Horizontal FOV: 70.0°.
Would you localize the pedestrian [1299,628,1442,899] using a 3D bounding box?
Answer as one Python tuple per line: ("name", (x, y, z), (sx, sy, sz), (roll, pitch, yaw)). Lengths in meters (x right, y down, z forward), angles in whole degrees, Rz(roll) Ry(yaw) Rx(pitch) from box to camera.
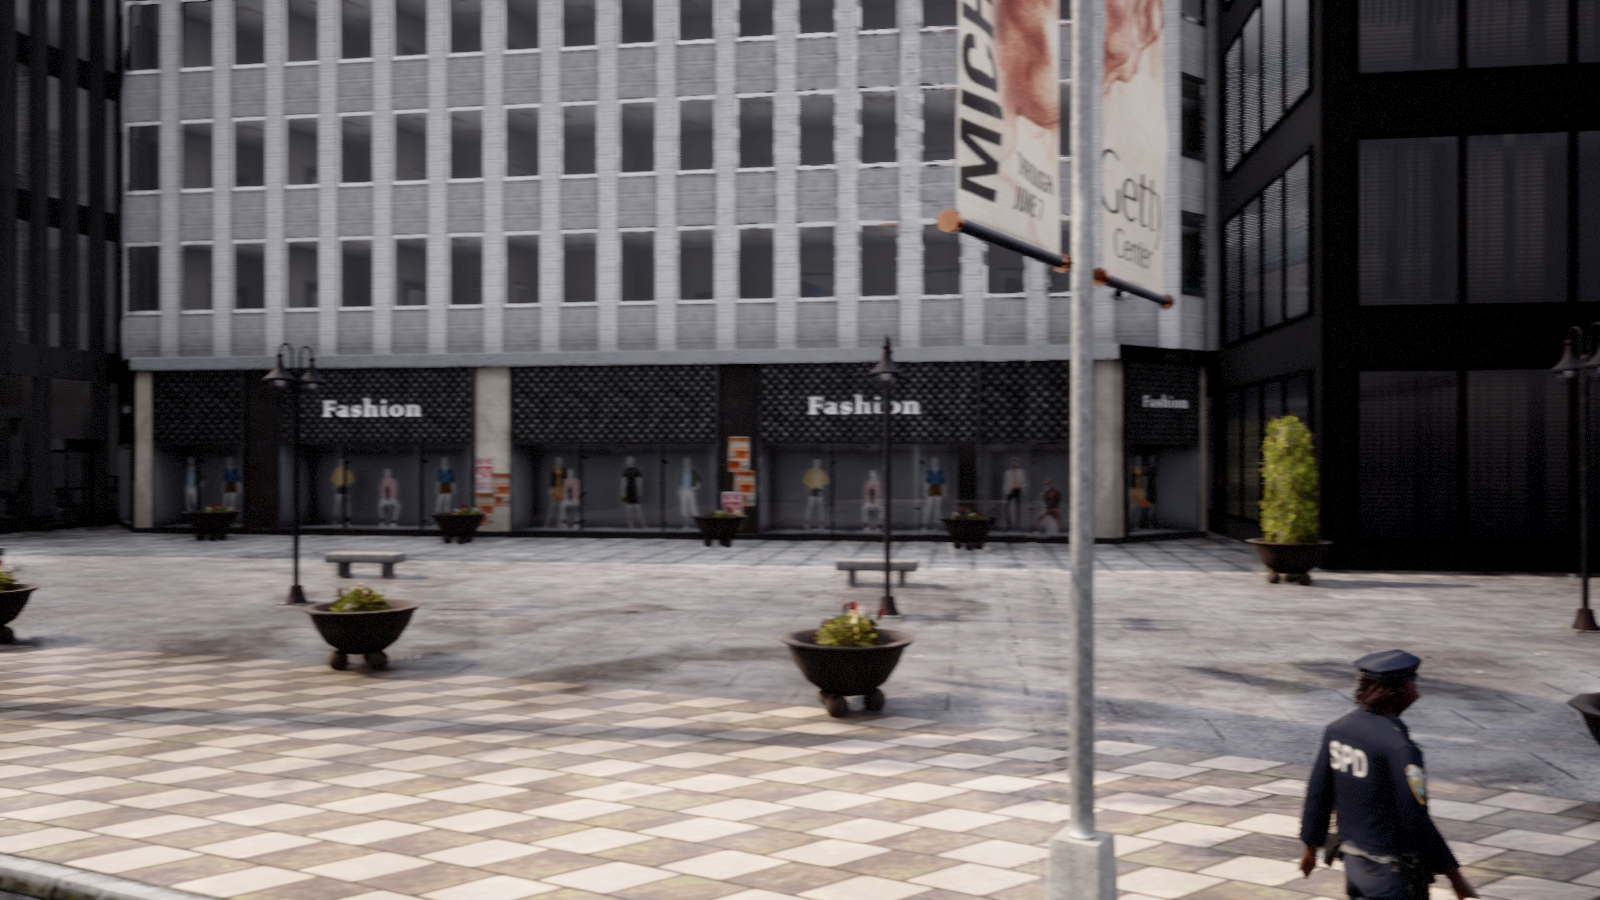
("pedestrian", (2.318, 1.690, 4.662), (0.375, 1.860, 0.375), (0, 0, -8))
